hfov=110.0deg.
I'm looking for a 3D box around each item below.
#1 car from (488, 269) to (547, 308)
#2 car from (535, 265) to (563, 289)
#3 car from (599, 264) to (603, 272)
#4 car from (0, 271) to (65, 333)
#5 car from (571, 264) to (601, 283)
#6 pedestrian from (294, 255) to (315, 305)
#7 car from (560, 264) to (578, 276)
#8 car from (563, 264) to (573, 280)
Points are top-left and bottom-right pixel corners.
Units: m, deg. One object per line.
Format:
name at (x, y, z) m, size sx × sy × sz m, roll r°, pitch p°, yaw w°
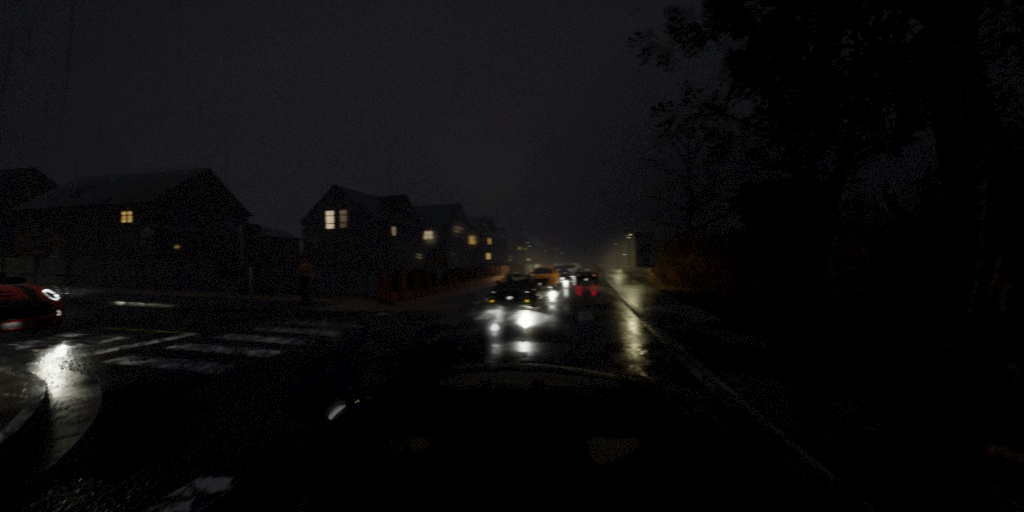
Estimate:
car at (0.255, 1.505, 16.307) m, size 1.994 × 1.385 × 4.181 m, roll -2°, pitch -1°, yaw 11°
car at (2.395, 1.521, 26.343) m, size 1.882 × 1.535 × 5.008 m, roll -2°, pitch -1°, yaw 13°
car at (13.842, 1.946, 59.162) m, size 1.994 × 1.385 × 4.181 m, roll -2°, pitch -1°, yaw 17°
car at (-13.180, 0.898, 8.245) m, size 4.553 × 1.767 × 2.097 m, roll 1°, pitch -1°, yaw 9°
car at (6.471, 1.621, 31.008) m, size 1.895 × 1.301 × 4.718 m, roll -2°, pitch -1°, yaw 13°
pedestrian at (-7.592, 0.865, 13.150) m, size 0.375 × 1.860 × 0.375 m, roll -2°, pitch -4°, yaw 9°
car at (7.680, 1.837, 47.653) m, size 1.812 × 1.442 × 4.674 m, roll -2°, pitch -1°, yaw 15°
car at (5.067, 1.707, 37.644) m, size 1.812 × 1.442 × 4.674 m, roll -2°, pitch -1°, yaw 14°
